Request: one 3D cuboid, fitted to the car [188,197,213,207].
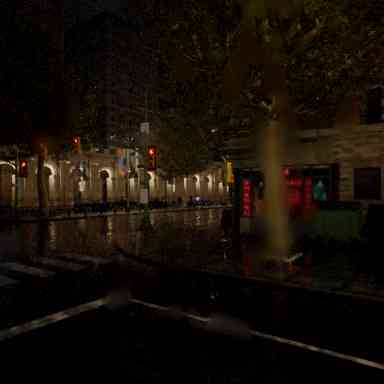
[{"bbox_3d":[1.318,1.547,52.545,2.033,1.411,5.357,0,0,36],"label":"car"}]

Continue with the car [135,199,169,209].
[{"bbox_3d":[-4.934,1.564,43.901,1.994,1.385,4.181,0,0,35],"label":"car"}]

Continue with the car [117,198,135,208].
[{"bbox_3d":[-10.235,1.595,47.907,1.895,1.301,4.718,0,0,36],"label":"car"}]

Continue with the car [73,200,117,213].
[{"bbox_3d":[-10.694,1.564,35.895,1.994,1.385,4.181,0,0,36],"label":"car"}]
